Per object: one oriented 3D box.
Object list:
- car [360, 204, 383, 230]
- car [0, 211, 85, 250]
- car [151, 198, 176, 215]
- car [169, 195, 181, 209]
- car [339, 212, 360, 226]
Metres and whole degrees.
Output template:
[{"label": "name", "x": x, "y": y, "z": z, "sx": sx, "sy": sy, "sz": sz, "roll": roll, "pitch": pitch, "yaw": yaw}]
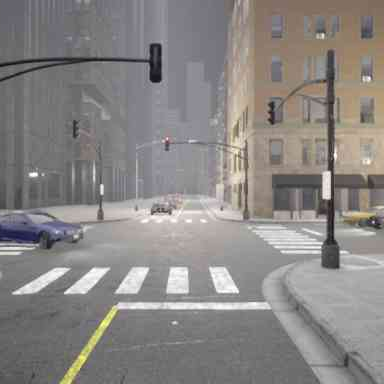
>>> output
[{"label": "car", "x": 12.289, "y": 1.543, "z": 18.905, "sx": 4.181, "sy": 1.385, "sz": 1.994, "roll": 0, "pitch": 0, "yaw": 0}, {"label": "car", "x": -6.817, "y": 1.534, "z": 14.181, "sx": 4.674, "sy": 1.442, "sz": 1.812, "roll": 0, "pitch": 0, "yaw": 21}, {"label": "car", "x": -2.971, "y": 1.550, "z": 33.355, "sx": 1.994, "sy": 1.385, "sz": 4.181, "roll": 0, "pitch": 0, "yaw": 0}, {"label": "car", "x": -2.928, "y": 1.474, "z": 43.215, "sx": 2.128, "sy": 1.511, "sz": 4.902, "roll": 0, "pitch": 0, "yaw": 0}, {"label": "car", "x": 12.195, "y": 1.503, "z": 21.662, "sx": 4.829, "sy": 1.417, "sz": 1.752, "roll": 0, "pitch": 0, "yaw": -1}]
